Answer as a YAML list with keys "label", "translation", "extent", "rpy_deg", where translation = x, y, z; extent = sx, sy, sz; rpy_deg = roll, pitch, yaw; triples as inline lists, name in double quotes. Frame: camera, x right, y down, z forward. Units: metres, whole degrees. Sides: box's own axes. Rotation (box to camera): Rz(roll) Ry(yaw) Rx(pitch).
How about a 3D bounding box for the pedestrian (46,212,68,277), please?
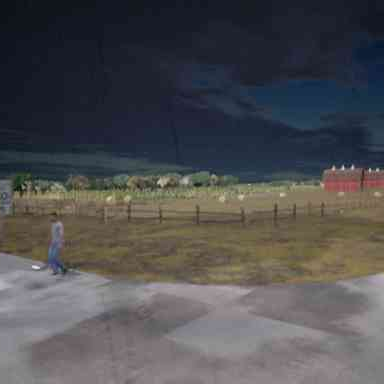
- label: "pedestrian"
  translation: [-3.742, 1.385, 9.303]
  extent: [0.375, 1.860, 0.375]
  rpy_deg: [0, 3, 39]
